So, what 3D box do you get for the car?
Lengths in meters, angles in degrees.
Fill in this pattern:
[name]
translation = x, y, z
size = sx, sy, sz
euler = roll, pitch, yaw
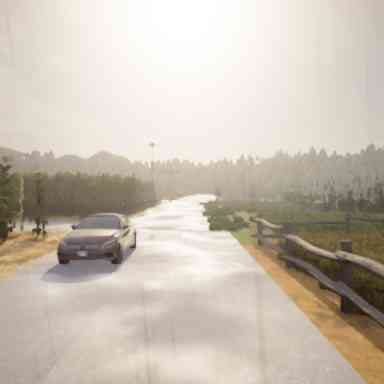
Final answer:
[car]
translation = -3.110, 1.499, 11.791
size = 1.812, 1.442, 4.674
euler = 0, 0, 0
